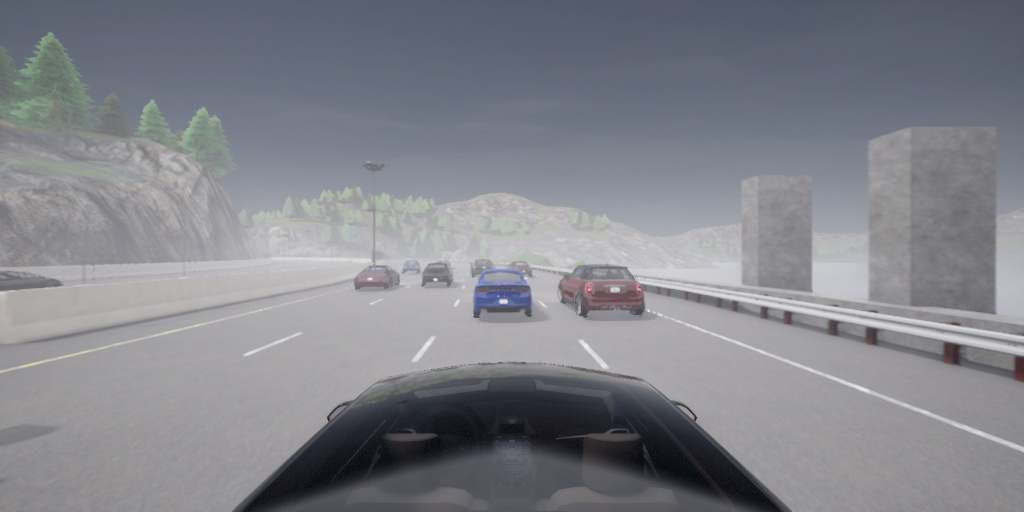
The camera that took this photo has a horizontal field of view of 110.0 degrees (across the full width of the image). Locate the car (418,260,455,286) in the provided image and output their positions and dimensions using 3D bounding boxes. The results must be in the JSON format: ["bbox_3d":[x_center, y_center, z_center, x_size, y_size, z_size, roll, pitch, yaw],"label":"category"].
[{"bbox_3d":[-5.045,1.200,24.647,1.837,1.490,4.892,0,0,-7],"label":"car"}]

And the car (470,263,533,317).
[{"bbox_3d":[-0.409,1.197,13.162,1.882,1.535,5.008,0,0,-4],"label":"car"}]

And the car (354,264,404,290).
[{"bbox_3d":[-8.297,1.270,22.363,1.994,1.385,4.181,0,0,-7],"label":"car"}]

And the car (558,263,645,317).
[{"bbox_3d":[3.075,1.065,13.268,2.097,1.767,4.553,0,0,-4],"label":"car"}]

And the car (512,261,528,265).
[{"bbox_3d":[0.642,1.186,33.704,1.812,1.442,4.674,0,0,-10],"label":"car"}]

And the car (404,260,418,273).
[{"bbox_3d":[-11.405,1.207,40.836,2.033,1.411,5.357,0,0,-13],"label":"car"}]

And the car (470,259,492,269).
[{"bbox_3d":[-2.755,1.020,32.872,2.097,1.767,4.553,0,0,-10],"label":"car"}]

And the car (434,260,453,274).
[{"bbox_3d":[-8.021,1.199,41.719,2.033,1.411,5.357,0,0,-13],"label":"car"}]

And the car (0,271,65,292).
[{"bbox_3d":[-21.596,1.315,14.829,1.994,1.385,4.181,0,0,-5],"label":"car"}]
